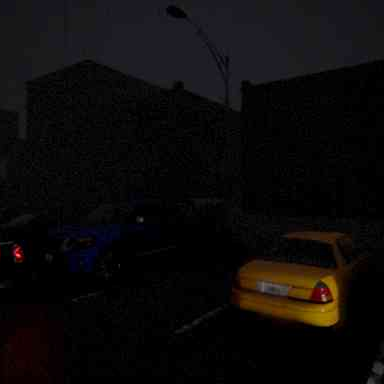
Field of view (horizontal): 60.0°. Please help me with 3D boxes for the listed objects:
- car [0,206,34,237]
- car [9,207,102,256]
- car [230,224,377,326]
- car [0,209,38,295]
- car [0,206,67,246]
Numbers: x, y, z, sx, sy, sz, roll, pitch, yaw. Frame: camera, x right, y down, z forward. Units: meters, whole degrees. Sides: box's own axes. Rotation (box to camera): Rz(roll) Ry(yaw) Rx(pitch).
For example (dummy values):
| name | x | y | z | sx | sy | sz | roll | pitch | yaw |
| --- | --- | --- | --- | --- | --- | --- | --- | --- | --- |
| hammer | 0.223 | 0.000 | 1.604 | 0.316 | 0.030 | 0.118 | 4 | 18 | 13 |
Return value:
| name | x | y | z | sx | sy | sz | roll | pitch | yaw |
| --- | --- | --- | --- | --- | --- | --- | --- | --- | --- |
| car | -10.770 | 1.555 | 16.758 | 2.002 | 1.452 | 4.674 | 0 | 0 | 36 |
| car | -6.296 | 1.539 | 13.535 | 2.002 | 1.452 | 4.674 | 0 | 0 | 36 |
| car | 2.751 | 1.477 | 7.229 | 1.946 | 1.575 | 5.366 | 0 | 0 | 36 |
| car | -5.786 | 1.362 | 7.564 | 4.553 | 1.767 | 2.097 | 0 | 0 | 36 |
| car | -8.537 | 1.507 | 15.142 | 2.097 | 1.535 | 5.008 | 0 | 0 | 36 |
